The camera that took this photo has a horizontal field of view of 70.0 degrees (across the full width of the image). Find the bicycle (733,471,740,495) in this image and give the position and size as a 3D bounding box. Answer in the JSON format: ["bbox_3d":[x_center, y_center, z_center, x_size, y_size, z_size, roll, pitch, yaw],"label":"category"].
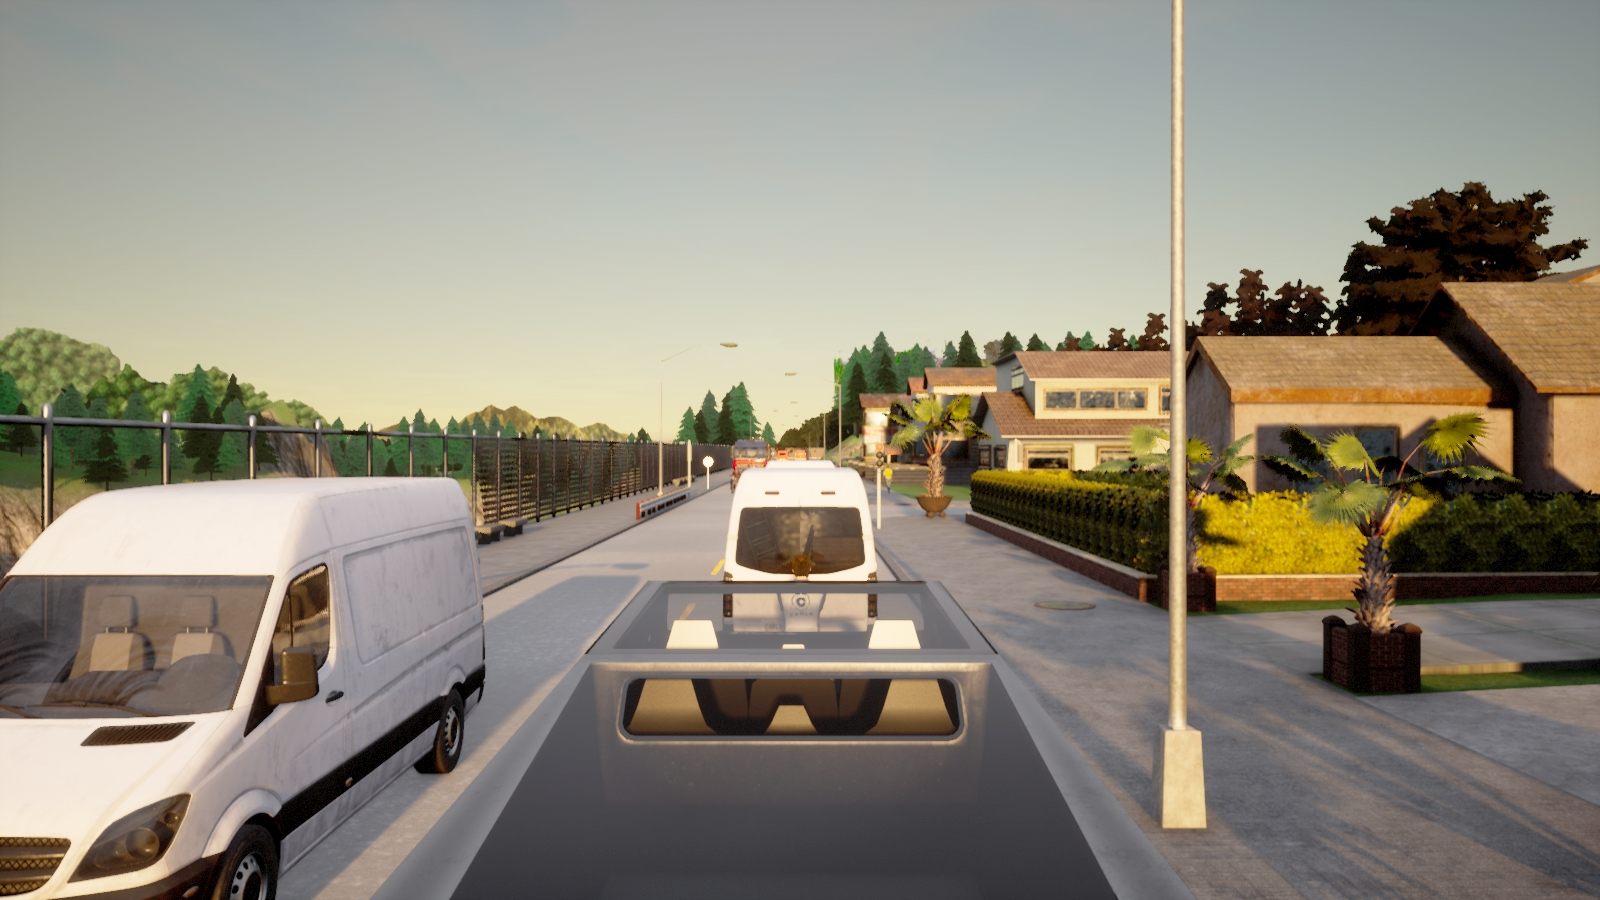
[{"bbox_3d":[-3.968,2.032,71.211,0.329,1.471,1.835,0,0,0],"label":"bicycle"}]

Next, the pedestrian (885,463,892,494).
[{"bbox_3d":[5.317,1.711,68.833,0.375,1.860,0.375,0,0,0],"label":"pedestrian"}]

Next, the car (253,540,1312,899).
[{"bbox_3d":[-0.034,1.751,5.716,2.390,2.098,6.274,0,0,0],"label":"car"}]

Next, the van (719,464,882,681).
[{"bbox_3d":[0.009,1.528,16.844,1.988,2.561,5.915,0,0,0],"label":"van"}]

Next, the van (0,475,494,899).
[{"bbox_3d":[-3.993,1.531,8.228,1.988,2.561,5.915,0,0,0],"label":"van"}]
